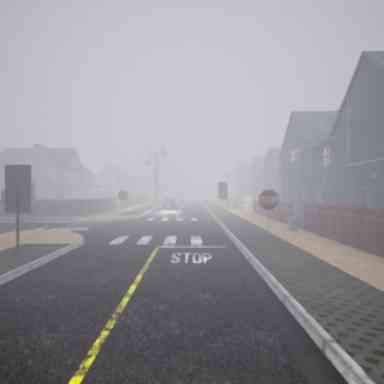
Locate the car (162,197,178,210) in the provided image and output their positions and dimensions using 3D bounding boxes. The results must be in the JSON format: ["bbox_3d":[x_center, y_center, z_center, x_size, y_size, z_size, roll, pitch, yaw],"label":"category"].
[{"bbox_3d":[-2.763,1.428,42.421,2.128,1.511,4.902,0,0,0],"label":"car"}]
